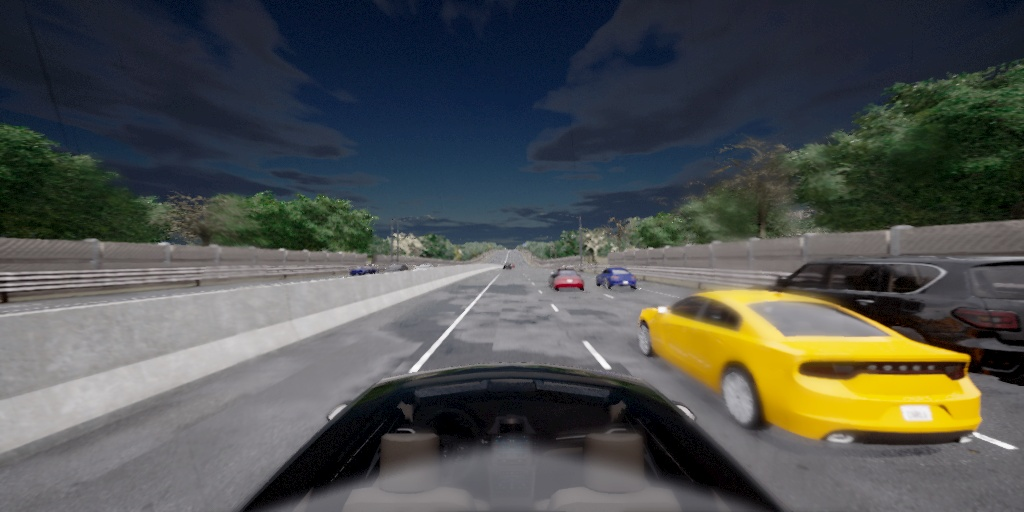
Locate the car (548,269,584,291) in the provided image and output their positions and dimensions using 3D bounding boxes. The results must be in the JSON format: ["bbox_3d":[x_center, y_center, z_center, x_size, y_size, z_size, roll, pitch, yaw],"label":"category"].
[{"bbox_3d":[3.593,1.543,24.269,1.994,1.385,4.181,0,-1,0],"label":"car"}]

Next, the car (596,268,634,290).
[{"bbox_3d":[7.093,1.510,24.705,1.812,1.442,4.674,0,-1,0],"label":"car"}]

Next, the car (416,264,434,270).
[{"bbox_3d":[-10.583,1.762,43.892,1.812,1.442,4.674,0,-1,0],"label":"car"}]

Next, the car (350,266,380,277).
[{"bbox_3d":[-17.586,1.822,42.930,1.895,1.301,4.718,0,-1,0],"label":"car"}]

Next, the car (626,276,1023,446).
[{"bbox_3d":[3.598,1.266,5.671,1.882,1.535,5.008,0,-1,0],"label":"car"}]

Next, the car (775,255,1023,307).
[{"bbox_3d":[7.099,1.025,7.209,2.150,2.045,5.566,0,-1,0],"label":"car"}]

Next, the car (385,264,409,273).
[{"bbox_3d":[-14.083,1.748,44.152,1.837,1.490,4.892,0,-1,0],"label":"car"}]
